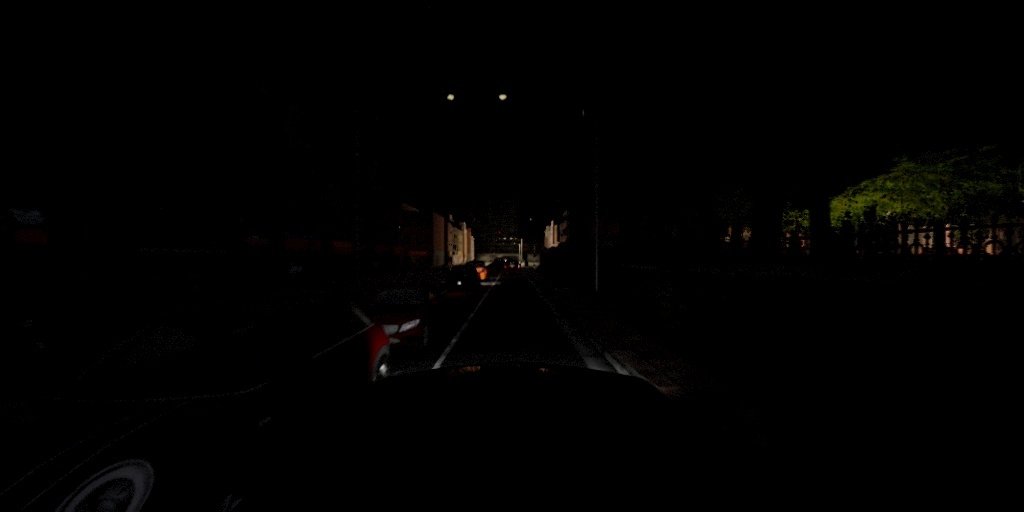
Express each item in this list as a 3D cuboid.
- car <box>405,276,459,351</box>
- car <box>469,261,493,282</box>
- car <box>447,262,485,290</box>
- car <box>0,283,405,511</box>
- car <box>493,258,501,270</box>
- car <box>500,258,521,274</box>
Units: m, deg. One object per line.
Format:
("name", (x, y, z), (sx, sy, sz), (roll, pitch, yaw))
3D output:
("car", (-2.638, 1.356, 9.020), (1.802, 1.307, 4.207), (0, 0, 0))
("car", (-2.987, 1.197, 30.041), (2.097, 1.767, 4.553), (0, 0, 0))
("car", (-3.020, 1.325, 23.071), (1.837, 1.490, 4.892), (0, 0, 0))
("car", (-2.638, 1.195, 3.345), (1.967, 1.591, 4.097), (0, 0, 0))
("car", (-2.077, 1.453, 56.532), (1.837, 1.490, 4.892), (1, -1, -37))
("car", (0.049, 1.243, 42.703), (2.097, 1.767, 4.553), (0, 0, 1))
